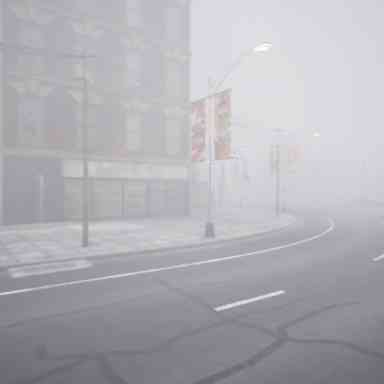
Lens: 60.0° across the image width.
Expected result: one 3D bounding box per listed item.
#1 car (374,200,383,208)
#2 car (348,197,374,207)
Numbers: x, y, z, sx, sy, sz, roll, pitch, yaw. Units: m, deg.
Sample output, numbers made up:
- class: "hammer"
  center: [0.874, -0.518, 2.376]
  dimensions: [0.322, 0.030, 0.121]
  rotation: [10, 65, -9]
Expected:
- class: "car"
  center: [26.585, 1.561, 43.653]
  dimensions: [1.895, 1.301, 4.718]
  rotation: [0, 0, -6]
- class: "car"
  center: [25.273, 1.485, 49.231]
  dimensions: [2.002, 1.452, 4.674]
  rotation: [0, 0, -16]
